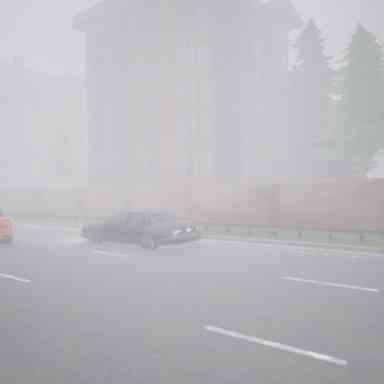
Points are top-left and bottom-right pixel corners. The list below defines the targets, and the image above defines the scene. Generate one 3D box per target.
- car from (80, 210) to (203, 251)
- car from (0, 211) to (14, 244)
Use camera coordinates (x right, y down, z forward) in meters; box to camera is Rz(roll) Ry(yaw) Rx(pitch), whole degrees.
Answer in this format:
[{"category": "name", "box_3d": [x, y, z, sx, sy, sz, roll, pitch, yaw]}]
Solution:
[{"category": "car", "box_3d": [-2.192, 1.451, 13.492, 5.357, 1.411, 2.033, -1, 1, 34]}, {"category": "car", "box_3d": [-9.840, 1.390, 14.477, 4.553, 1.767, 2.097, -1, 1, 34]}]
